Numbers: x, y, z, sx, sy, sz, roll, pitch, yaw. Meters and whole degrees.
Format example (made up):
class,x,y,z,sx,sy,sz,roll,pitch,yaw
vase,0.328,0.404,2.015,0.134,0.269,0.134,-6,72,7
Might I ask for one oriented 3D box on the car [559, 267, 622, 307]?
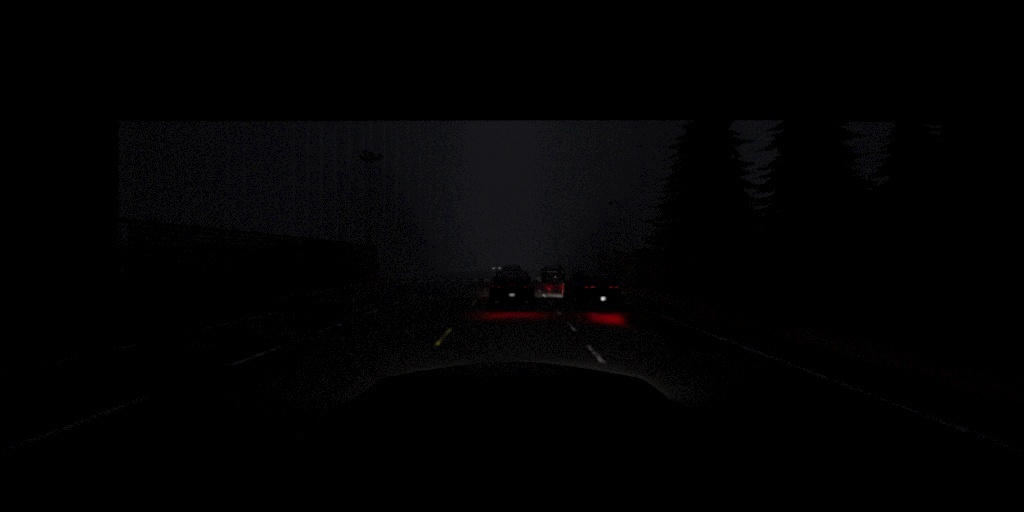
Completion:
class,x,y,z,sx,sy,sz,roll,pitch,yaw
car,3.504,1.392,16.203,1.837,1.490,4.892,0,0,0

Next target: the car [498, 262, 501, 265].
class,x,y,z,sx,sy,sz,roll,pitch,yaw
car,0.006,1.503,31.379,1.882,1.535,5.008,0,0,0

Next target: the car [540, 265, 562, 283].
class,x,y,z,sx,sy,sz,roll,pitch,yaw
car,3.542,1.516,31.192,2.128,1.511,4.902,0,0,2

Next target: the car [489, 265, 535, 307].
class,x,y,z,sx,sy,sz,roll,pitch,yaw
car,0.006,1.364,16.371,1.882,1.535,5.008,0,0,0
